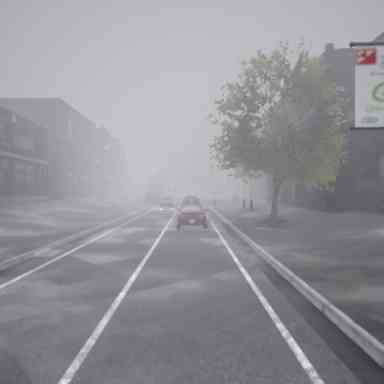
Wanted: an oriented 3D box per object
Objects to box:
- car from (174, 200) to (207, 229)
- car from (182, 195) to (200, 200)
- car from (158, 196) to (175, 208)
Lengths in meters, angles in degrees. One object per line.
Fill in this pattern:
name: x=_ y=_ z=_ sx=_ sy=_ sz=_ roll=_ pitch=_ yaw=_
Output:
car: x=-0.003 y=1.471 z=21.205 sx=1.812 sy=1.442 sz=4.674 roll=0 pitch=0 yaw=0
car: x=-0.092 y=1.159 z=38.887 sx=2.097 sy=1.767 sz=4.553 roll=0 pitch=0 yaw=0
car: x=-3.208 y=1.289 z=42.895 sx=1.837 sy=1.490 sz=4.892 roll=0 pitch=0 yaw=0
